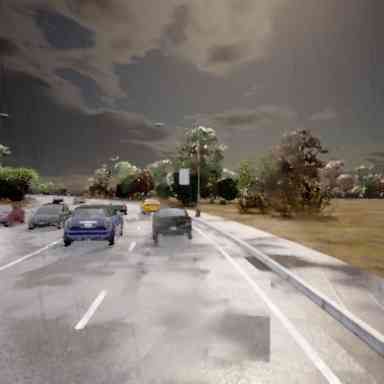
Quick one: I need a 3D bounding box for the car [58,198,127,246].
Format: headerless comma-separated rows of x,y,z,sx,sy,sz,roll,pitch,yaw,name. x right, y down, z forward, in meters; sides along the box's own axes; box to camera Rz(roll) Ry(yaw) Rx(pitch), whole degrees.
-4.448,1.371,15.637,2.097,1.767,4.553,0,0,-6,car

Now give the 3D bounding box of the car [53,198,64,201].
-24.644,1.666,61.474,1.895,1.301,4.718,0,0,-24,car

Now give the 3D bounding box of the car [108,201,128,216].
-7.783,1.637,34.609,1.895,1.301,4.718,0,0,-14,car

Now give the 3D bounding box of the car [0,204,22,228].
-12.619,1.562,22.338,1.812,1.442,4.674,0,0,-10,car

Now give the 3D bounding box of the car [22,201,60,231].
-8.885,1.535,21.189,1.837,1.490,4.892,0,0,-9,car

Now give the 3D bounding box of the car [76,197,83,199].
-20.529,1.623,60.713,1.994,1.385,4.181,0,0,-23,car

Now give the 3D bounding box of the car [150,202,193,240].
-1.113,1.492,17.363,1.882,1.535,5.008,0,0,-7,car

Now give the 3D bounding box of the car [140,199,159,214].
-4.408,1.510,35.442,1.882,1.535,5.008,0,0,-14,car
